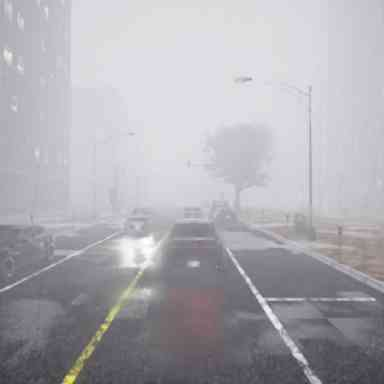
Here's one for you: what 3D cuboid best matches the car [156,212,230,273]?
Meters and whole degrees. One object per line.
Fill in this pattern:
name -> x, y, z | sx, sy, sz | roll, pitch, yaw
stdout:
car -> 0.056, 1.641, 11.101 | 1.837, 1.490, 4.892 | 0, 0, 0

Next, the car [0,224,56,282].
car -> -5.704, 1.691, 10.232 | 1.947, 1.339, 4.313 | 0, -1, 0

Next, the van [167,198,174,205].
van -> -5.847, 2.531, 92.371 | 1.690, 1.788, 3.998 | 0, -1, 0

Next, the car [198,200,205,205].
car -> 2.533, 2.772, 92.382 | 1.802, 1.307, 4.206 | 0, -1, 0

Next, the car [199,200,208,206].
car -> 2.562, 2.490, 75.957 | 1.752, 1.417, 4.829 | 0, -1, 0

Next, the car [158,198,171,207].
car -> -5.799, 2.365, 64.707 | 2.008, 1.369, 4.403 | 0, -1, 0

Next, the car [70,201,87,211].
car -> -16.502, 1.903, 45.287 | 4.403, 1.369, 2.008 | 1, -2, -1

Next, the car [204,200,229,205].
car -> 2.639, 1.713, 32.339 | 2.192, 1.841, 5.009 | 0, -1, 0

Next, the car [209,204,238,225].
car -> 2.648, 1.895, 26.813 | 1.947, 1.339, 4.313 | 0, -1, 0

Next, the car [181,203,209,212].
car -> 0.037, 1.883, 27.304 | 2.033, 1.411, 5.357 | 0, -1, 0

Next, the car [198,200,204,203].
car -> 2.581, 2.359, 64.722 | 1.887, 1.381, 4.507 | 0, -1, 0

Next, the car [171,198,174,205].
car -> -5.818, 2.514, 75.772 | 2.008, 1.369, 4.403 | 0, -1, 0

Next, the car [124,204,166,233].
car -> -3.129, 1.755, 21.533 | 2.128, 1.511, 4.902 | 0, -1, 0
